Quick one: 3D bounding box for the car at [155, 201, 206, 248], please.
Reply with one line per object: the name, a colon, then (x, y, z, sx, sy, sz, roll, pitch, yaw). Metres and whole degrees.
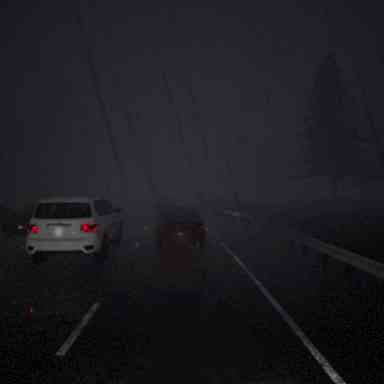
car: (-0.521, 1.380, 14.274, 1.882, 1.535, 5.008, 0, 0, -4)

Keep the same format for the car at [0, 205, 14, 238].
car: (-7.776, 1.382, 17.145, 1.882, 1.535, 5.008, 0, 0, -5)

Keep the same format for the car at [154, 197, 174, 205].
car: (-2.648, 1.260, 32.698, 1.882, 1.535, 5.008, 0, 0, -9)

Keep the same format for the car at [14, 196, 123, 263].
car: (-3.868, 1.150, 11.881, 2.150, 2.045, 5.566, 0, 0, -4)
